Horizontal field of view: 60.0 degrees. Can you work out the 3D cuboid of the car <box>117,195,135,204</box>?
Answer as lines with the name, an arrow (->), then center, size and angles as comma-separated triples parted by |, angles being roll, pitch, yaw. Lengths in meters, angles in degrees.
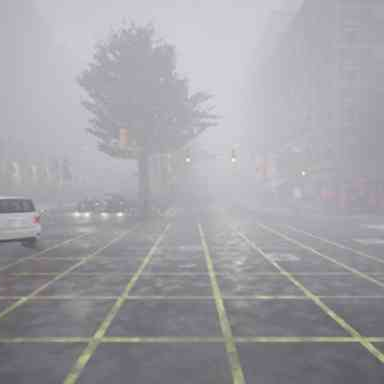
car -> -11.555, 1.257, 58.438 | 2.128, 1.511, 4.902 | 0, 0, 0

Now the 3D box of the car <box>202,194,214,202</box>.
car -> 3.435, 1.271, 68.330 | 2.033, 1.411, 5.357 | 0, 0, 0

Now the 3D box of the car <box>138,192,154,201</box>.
car -> -8.052, 1.001, 54.815 | 2.150, 2.045, 5.566 | 0, 0, 0

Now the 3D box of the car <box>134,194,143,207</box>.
car -> -8.066, 1.344, 45.200 | 1.812, 1.442, 4.674 | 0, 0, 1

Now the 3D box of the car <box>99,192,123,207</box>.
car -> -11.545, 1.029, 47.999 | 2.150, 2.045, 5.566 | 0, 0, 0

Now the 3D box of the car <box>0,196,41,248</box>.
car -> -8.235, 1.167, 13.364 | 5.566, 2.045, 2.150 | 0, 0, 38

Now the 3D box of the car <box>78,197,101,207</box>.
car -> -14.794, 1.401, 48.116 | 1.895, 1.301, 4.718 | 0, 0, 0

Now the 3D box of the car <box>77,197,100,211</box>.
car -> -11.603, 1.338, 38.081 | 2.128, 1.511, 4.902 | 0, 0, 0

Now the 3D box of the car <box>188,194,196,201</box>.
car -> -0.073, 1.191, 77.327 | 1.837, 1.490, 4.892 | 0, 0, 0

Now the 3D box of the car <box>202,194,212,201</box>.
car -> 3.427, 1.243, 77.331 | 1.994, 1.385, 4.181 | 0, 0, 0

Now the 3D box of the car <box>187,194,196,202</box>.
car -> -0.064, 1.274, 67.865 | 2.033, 1.411, 5.357 | 0, 0, 0

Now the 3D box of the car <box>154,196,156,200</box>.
car -> -8.061, 1.305, 64.632 | 1.994, 1.385, 4.181 | 0, 0, 0

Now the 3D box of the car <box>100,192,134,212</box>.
car -> -8.113, 1.206, 36.314 | 2.097, 1.767, 4.553 | 0, 0, 0
